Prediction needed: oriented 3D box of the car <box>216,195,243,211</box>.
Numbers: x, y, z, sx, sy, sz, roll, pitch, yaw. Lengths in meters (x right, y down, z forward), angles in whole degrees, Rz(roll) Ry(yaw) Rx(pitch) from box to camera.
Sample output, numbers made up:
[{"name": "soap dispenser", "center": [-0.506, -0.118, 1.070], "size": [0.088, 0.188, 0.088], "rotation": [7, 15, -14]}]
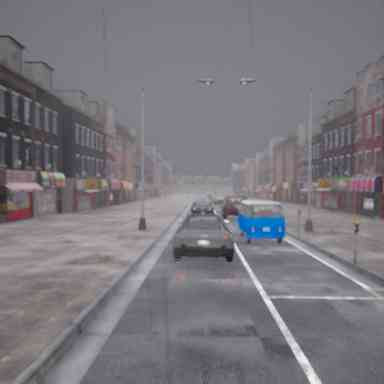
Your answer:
[{"name": "car", "center": [3.330, 1.154, 26.170], "size": [2.192, 1.841, 5.009], "rotation": [-1, 0, 2]}]

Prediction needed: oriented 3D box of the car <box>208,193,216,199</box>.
[{"name": "car", "center": [4.906, 1.037, 81.473], "size": [1.947, 1.339, 4.313], "rotation": [-1, 0, 2]}]

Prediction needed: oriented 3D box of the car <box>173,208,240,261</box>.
[{"name": "car", "center": [0.409, 1.481, 12.039], "size": [1.994, 1.385, 4.181], "rotation": [0, 0, 2]}]

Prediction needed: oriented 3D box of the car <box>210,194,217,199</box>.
[{"name": "car", "center": [3.963, 1.271, 48.292], "size": [1.802, 1.307, 4.206], "rotation": [-1, 0, 2]}]

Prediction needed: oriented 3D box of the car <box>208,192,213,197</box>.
[{"name": "car", "center": [4.281, 1.140, 59.522], "size": [1.752, 1.417, 4.829], "rotation": [-1, 0, 2]}]

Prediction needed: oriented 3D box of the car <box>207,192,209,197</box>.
[{"name": "car", "center": [4.434, 1.130, 64.883], "size": [2.008, 1.369, 4.403], "rotation": [-1, 0, 2]}]

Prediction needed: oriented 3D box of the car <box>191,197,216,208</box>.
[{"name": "car", "center": [0.896, 1.402, 29.171], "size": [1.895, 1.301, 4.718], "rotation": [0, 0, 2]}]

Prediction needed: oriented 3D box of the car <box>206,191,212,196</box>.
[{"name": "car", "center": [4.749, 1.073, 75.943], "size": [1.947, 1.339, 4.313], "rotation": [-1, 0, 2]}]

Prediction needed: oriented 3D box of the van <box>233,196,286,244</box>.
[{"name": "van", "center": [3.016, 1.255, 15.110], "size": [1.690, 1.788, 3.998], "rotation": [-1, 0, 2]}]

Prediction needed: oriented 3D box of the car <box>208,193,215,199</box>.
[{"name": "car", "center": [5.063, 1.017, 87.003], "size": [1.802, 1.307, 4.206], "rotation": [-1, 0, 2]}]
